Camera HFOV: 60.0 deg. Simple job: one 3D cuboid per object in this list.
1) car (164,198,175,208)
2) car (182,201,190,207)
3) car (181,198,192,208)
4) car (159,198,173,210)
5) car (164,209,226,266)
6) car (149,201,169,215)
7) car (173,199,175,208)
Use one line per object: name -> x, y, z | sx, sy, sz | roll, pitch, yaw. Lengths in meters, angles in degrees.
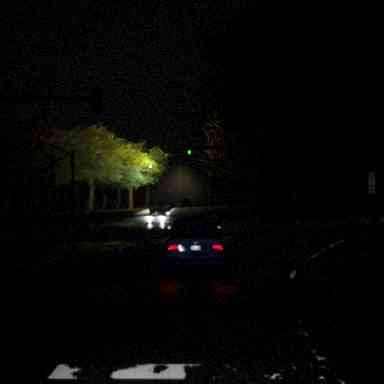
car -> -4.684, 2.370, 69.943 | 2.150, 2.045, 5.566 | 0, -2, -1
car -> -1.446, 3.053, 82.039 | 1.837, 1.490, 4.892 | 0, -2, -1
car -> -1.214, 2.413, 71.386 | 2.150, 2.045, 5.566 | 0, -2, -1
car -> -4.314, 2.012, 49.534 | 2.097, 1.767, 4.553 | 0, -1, -1
car -> 0.079, 1.567, 11.629 | 2.033, 1.411, 5.357 | 0, 0, 0
car -> -4.135, 2.082, 40.429 | 1.895, 1.301, 4.718 | 0, -1, -1
car -> -4.459, 2.433, 59.482 | 1.994, 1.385, 4.181 | 0, -1, -1
